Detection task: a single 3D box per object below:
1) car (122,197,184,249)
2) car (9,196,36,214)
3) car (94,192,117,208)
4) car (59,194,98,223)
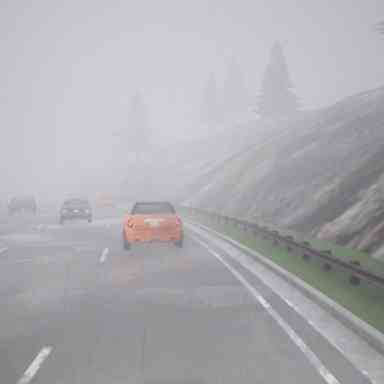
[{"bbox_3d":[-1.691,1.048,13.267,2.097,1.767,4.553,0,1,-12],"label":"car"},{"bbox_3d":[-13.702,0.992,27.015,1.895,1.301,4.718,-1,1,-26],"label":"car"},{"bbox_3d":[-8.816,0.739,32.582,1.882,1.535,5.008,-1,1,-28],"label":"car"},{"bbox_3d":[-7.311,1.074,20.904,2.033,1.411,5.357,0,1,-19],"label":"car"}]
